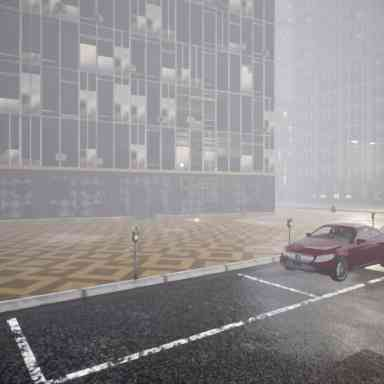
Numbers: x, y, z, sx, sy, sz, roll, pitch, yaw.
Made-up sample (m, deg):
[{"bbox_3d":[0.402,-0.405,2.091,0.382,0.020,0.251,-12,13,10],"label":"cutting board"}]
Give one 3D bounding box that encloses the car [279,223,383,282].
[{"bbox_3d":[4.383,1.579,9.697,4.206,1.307,1.802,0,0,-36],"label":"car"}]
